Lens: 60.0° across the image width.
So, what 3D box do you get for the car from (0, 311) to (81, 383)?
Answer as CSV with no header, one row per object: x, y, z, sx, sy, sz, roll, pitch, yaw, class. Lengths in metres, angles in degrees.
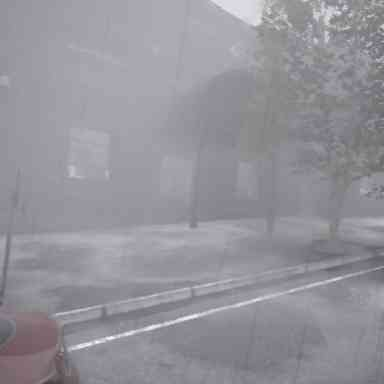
-3.047,1.520,1.804,4.674,1.442,1.812,0,0,-36,car
